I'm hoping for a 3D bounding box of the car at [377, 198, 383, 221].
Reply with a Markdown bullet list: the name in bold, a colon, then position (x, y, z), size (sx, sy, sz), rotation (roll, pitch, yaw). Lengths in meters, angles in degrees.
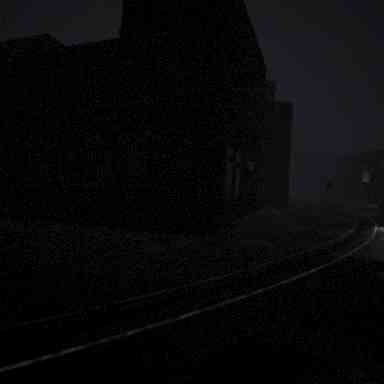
- **car**: position (13.296, 1.387, 21.159), size (1.994, 1.385, 4.181), rotation (2, 2, 25)
